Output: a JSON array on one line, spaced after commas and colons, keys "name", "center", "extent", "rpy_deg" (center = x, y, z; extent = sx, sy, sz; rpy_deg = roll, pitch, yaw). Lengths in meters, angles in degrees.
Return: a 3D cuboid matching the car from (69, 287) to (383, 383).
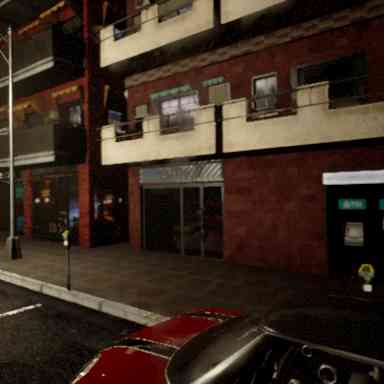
[{"name": "car", "center": [0.911, 1.440, 2.244], "extent": [4.097, 1.590, 1.967], "rpy_deg": [0, -1, 36]}]
